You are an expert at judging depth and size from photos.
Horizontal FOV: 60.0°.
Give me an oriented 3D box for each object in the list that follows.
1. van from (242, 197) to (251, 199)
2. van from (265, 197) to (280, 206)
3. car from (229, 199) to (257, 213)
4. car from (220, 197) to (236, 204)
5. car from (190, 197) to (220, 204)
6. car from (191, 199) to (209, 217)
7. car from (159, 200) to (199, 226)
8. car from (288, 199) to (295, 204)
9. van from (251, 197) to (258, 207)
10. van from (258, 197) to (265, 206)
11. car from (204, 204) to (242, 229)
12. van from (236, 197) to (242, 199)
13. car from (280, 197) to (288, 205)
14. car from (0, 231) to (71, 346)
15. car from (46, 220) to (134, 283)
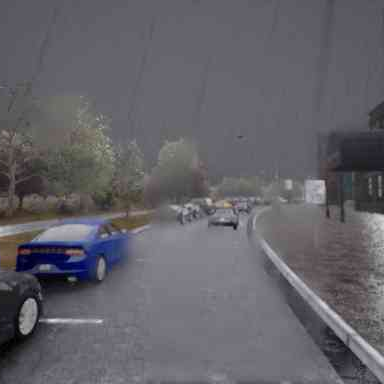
[{"bbox_3d":[8.306,1.850,58.193,1.878,1.987,4.442,-3,-1,23],"label":"van"},{"bbox_3d":[18.434,2.188,78.102,1.878,1.987,4.442,-3,-1,29],"label":"van"},{"bbox_3d":[6.442,1.893,41.547,2.033,1.411,5.357,-1,-1,17],"label":"car"},{"bbox_3d":[4.385,1.933,47.797,1.946,1.575,5.366,-3,-1,20],"label":"car"},{"bbox_3d":[1.151,1.571,36.932,2.435,2.045,5.566,-3,-1,14],"label":"car"},{"bbox_3d":[-0.127,1.774,31.451,2.231,1.521,4.892,-3,-1,12],"label":"car"},{"bbox_3d":[-1.216,1.725,25.967,2.231,1.521,4.892,-3,-1,11],"label":"car"},{"bbox_3d":[24.510,2.623,87.342,2.002,1.452,4.674,-3,-1,35],"label":"car"},{"bbox_3d":[10.566,1.928,63.307,1.878,1.987,4.442,-3,-1,24],"label":"van"},{"bbox_3d":[12.987,2.010,68.334,1.878,1.987,4.442,-3,-1,25],"label":"van"},{"bbox_3d":[2.287,1.762,23.490,1.994,1.385,4.181,0,0,9],"label":"car"},{"bbox_3d":[6.223,1.778,53.002,1.878,1.987,4.442,-3,-1,18],"label":"van"},{"bbox_3d":[21.371,2.250,82.756,2.435,2.045,5.566,-3,-1,31],"label":"car"},{"bbox_3d":[-3.498,1.520,3.727,2.231,1.521,4.892,0,0,3],"label":"car"},{"bbox_3d":[-3.156,1.572,10.045,2.097,1.535,5.008,0,0,4],"label":"car"}]
